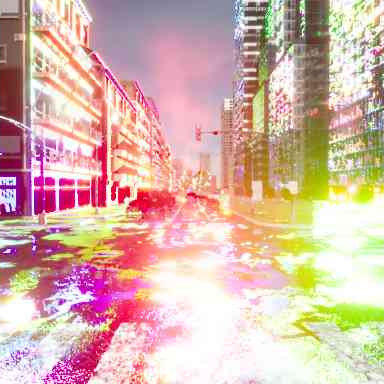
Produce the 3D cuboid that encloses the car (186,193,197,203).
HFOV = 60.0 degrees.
[{"bbox_3d":[-0.110,1.223,69.879,2.150,2.045,5.566,0,0,0],"label":"car"}]

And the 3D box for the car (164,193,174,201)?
[{"bbox_3d":[-5.964,1.322,86.224,2.192,1.841,5.009,-1,0,0],"label":"car"}]

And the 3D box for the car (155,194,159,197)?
[{"bbox_3d":[-5.862,1.312,52.331,2.192,1.841,5.009,-1,0,0],"label":"car"}]

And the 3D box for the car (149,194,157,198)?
[{"bbox_3d":[-5.826,1.436,41.033,1.967,1.590,4.097,-1,0,0],"label":"car"}]

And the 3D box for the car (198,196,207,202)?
[{"bbox_3d":[2.421,1.548,75.009,1.887,1.381,4.507,-1,0,0],"label":"car"}]

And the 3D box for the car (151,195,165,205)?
[{"bbox_3d":[-5.877,1.439,57.979,1.967,1.590,4.097,-1,0,0],"label":"car"}]

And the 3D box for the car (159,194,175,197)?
[{"bbox_3d":[-3.236,1.488,49.218,2.128,1.511,4.902,0,0,0],"label":"car"}]

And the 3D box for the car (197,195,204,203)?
[{"bbox_3d":[2.455,1.551,63.711,2.008,1.369,4.403,-1,0,0],"label":"car"}]

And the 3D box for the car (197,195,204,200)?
[{"bbox_3d":[2.368,1.535,92.126,1.752,1.417,4.829,-1,0,0],"label":"car"}]

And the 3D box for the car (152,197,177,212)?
[{"bbox_3d":[-3.206,1.560,39.096,1.994,1.385,4.181,0,0,0],"label":"car"}]

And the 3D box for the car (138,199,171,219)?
[{"bbox_3d":[-3.187,1.560,29.170,1.994,1.385,4.181,0,0,0],"label":"car"}]

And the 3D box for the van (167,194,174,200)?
[{"bbox_3d":[-5.981,1.350,91.872,1.690,1.788,3.998,-1,0,0],"label":"van"}]

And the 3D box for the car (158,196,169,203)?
[{"bbox_3d":[-5.909,1.584,69.278,1.802,1.307,4.206,-1,0,0],"label":"car"}]

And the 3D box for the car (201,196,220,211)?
[{"bbox_3d":[2.522,1.541,41.115,1.887,1.381,4.507,-1,0,0],"label":"car"}]

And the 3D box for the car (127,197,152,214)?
[{"bbox_3d":[-5.807,1.540,35.384,1.887,1.381,4.507,-1,0,0],"label":"car"}]
